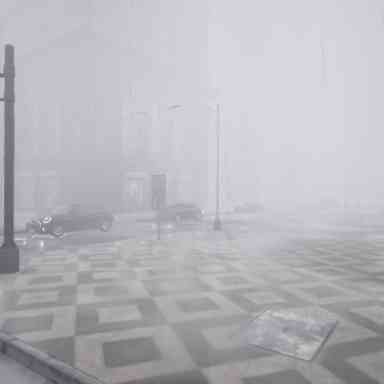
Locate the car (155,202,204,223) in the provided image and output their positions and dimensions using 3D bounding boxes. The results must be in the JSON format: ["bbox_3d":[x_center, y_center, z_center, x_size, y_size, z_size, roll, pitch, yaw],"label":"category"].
[{"bbox_3d":[-0.933,1.614,26.795,1.837,1.490,4.892,0,0,36],"label":"car"}]

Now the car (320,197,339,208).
[{"bbox_3d":[22.144,1.641,53.451,2.097,1.767,4.553,0,0,35],"label":"car"}]

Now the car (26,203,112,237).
[{"bbox_3d":[-6.792,1.415,18.679,2.097,1.767,4.553,0,0,37],"label":"car"}]

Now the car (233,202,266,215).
[{"bbox_3d":[6.418,1.768,37.016,1.895,1.301,4.718,0,0,36],"label":"car"}]
